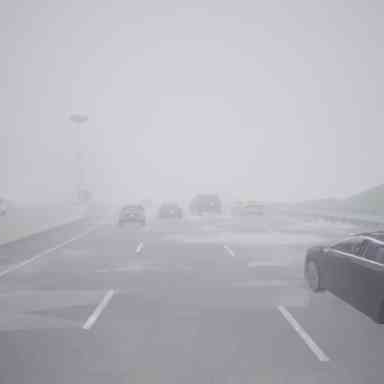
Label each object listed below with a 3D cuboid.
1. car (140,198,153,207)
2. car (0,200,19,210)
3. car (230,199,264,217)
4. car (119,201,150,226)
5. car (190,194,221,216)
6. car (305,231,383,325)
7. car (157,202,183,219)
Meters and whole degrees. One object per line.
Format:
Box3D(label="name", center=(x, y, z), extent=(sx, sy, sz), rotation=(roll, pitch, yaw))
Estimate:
Box3D(label="car", center=(-7.674, 1.687, 54.764), extent=(1.994, 1.385, 4.181), rotation=(-1, 0, -17))
Box3D(label="car", center=(-29.524, 2.026, 53.749), extent=(1.994, 1.385, 4.181), rotation=(-1, 0, -18))
Box3D(label="car", center=(4.958, 1.421, 30.538), extent=(1.882, 1.535, 5.008), rotation=(0, 0, -9))
Box3D(label="car", center=(-4.361, 1.615, 24.290), extent=(2.033, 1.411, 5.357), rotation=(-1, 0, -10))
Box3D(label="car", center=(1.246, 1.216, 32.536), extent=(2.150, 2.045, 5.566), rotation=(0, 0, -11))
Box3D(label="car", center=(3.615, 1.445, 5.901), extent=(2.128, 1.511, 4.902), rotation=(-1, 0, -2))
Box3D(label="car", center=(-2.021, 1.601, 29.549), extent=(1.994, 1.385, 4.181), rotation=(-1, 0, -9))
